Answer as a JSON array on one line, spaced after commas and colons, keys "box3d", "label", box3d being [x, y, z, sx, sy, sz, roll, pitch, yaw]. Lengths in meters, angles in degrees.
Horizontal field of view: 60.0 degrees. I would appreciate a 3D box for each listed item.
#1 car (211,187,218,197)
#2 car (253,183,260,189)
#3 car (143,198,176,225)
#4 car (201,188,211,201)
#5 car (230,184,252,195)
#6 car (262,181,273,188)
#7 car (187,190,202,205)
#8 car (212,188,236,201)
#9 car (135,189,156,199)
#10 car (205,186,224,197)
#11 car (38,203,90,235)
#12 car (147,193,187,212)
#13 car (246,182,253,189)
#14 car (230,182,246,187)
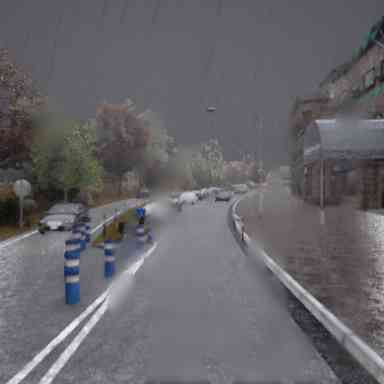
[{"box3d": [2.230, 0.180, 52.399, 2.231, 1.521, 4.892, 0, 3, 16], "label": "car"}, {"box3d": [14.486, -1.593, 83.557, 2.435, 2.045, 5.566, -3, 2, 28], "label": "car"}, {"box3d": [-2.665, 1.511, 24.276, 2.002, 1.452, 4.674, -2, 2, 4], "label": "car"}, {"box3d": [0.850, 0.457, 46.865, 2.097, 1.535, 5.008, 0, 3, 14], "label": "car"}, {"box3d": [9.225, -0.285, 62.164, 2.033, 1.411, 5.357, 0, 2, 19], "label": "car"}, {"box3d": [20.166, -1.832, 93.371, 1.946, 1.575, 5.366, -2, 2, 34], "label": "car"}, {"box3d": [-0.461, 0.776, 40.779, 2.002, 1.452, 4.674, -1, 2, 12], "label": "car"}, {"box3d": [4.446, 0.524, 45.761, 1.994, 1.385, 4.181, 0, 3, 13], "label": "car"}, {"box3d": [-6.657, 0.286, 48.377, 2.033, 1.411, 5.357, 0, 2, 9], "label": "car"}, {"box3d": [4.035, -0.114, 58.456, 2.097, 1.535, 5.008, 0, 3, 18], "label": "car"}, {"box3d": [-6.843, 1.364, 18.222, 2.128, 1.511, 4.902, 0, 1, -7], "label": "car"}, {"box3d": [-2.169, 1.184, 30.392, 2.097, 1.535, 5.008, 1, 3, 9], "label": "car"}, {"box3d": [11.970, -1.088, 78.544, 2.231, 1.521, 4.892, -3, 2, 26], "label": "car"}, {"box3d": [9.632, -0.836, 73.471, 2.231, 1.521, 4.892, -3, 2, 25], "label": "car"}]
